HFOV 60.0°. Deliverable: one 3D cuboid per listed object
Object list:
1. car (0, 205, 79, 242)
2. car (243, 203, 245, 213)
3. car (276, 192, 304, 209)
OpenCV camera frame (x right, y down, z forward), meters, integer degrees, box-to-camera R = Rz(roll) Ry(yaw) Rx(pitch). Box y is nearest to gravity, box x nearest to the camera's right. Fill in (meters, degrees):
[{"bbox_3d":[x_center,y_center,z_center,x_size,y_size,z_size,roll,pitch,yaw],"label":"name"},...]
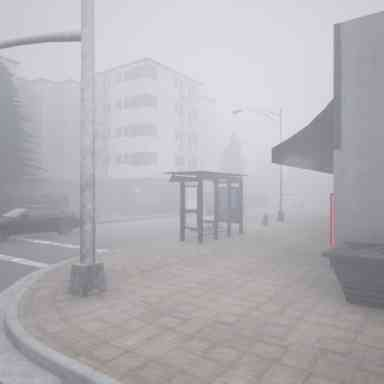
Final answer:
[{"bbox_3d":[-7.527,1.350,15.388,1.812,1.442,4.674,0,0,39],"label":"car"},{"bbox_3d":[3.051,1.328,29.813,1.837,1.490,4.892,0,0,36],"label":"car"},{"bbox_3d":[12.926,0.958,43.415,2.150,2.045,5.566,0,0,36],"label":"car"}]
